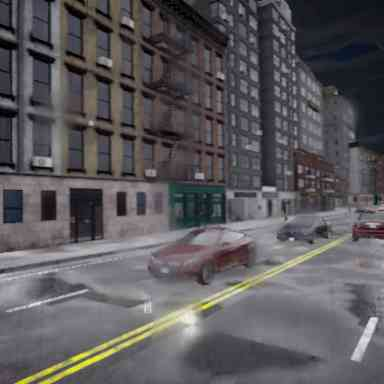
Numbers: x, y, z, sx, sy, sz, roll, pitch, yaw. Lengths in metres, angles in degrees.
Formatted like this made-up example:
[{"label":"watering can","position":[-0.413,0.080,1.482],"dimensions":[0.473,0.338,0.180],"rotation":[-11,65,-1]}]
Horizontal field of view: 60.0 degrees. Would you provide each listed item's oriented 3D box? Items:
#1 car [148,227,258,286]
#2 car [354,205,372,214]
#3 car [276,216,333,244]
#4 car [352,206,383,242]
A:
[{"label":"car","position":[0.613,1.906,10.921],"dimensions":[1.812,1.442,4.674],"rotation":[-2,-2,35]},{"label":"car","position":[28.956,2.975,56.170],"dimensions":[1.994,1.385,4.181],"rotation":[-2,-2,36]},{"label":"car","position":[6.774,2.131,19.550],"dimensions":[2.033,1.411,5.357],"rotation":[-2,-2,36]},{"label":"car","position":[10.705,1.864,19.154],"dimensions":[2.097,1.767,4.553],"rotation":[-2,-2,35]}]
